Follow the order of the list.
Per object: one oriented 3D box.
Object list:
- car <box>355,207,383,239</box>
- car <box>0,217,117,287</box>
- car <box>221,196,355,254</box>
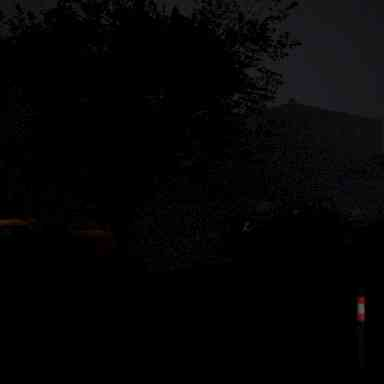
[{"bbox_3d":[9.257,1.536,17.327,4.674,1.452,2.002,0,0,-35],"label":"car"},{"bbox_3d":[-4.254,1.365,7.634,5.008,1.535,2.097,1,0,-33],"label":"car"},{"bbox_3d":[3.778,1.210,13.396,5.566,2.045,2.435,0,0,-35],"label":"car"}]
